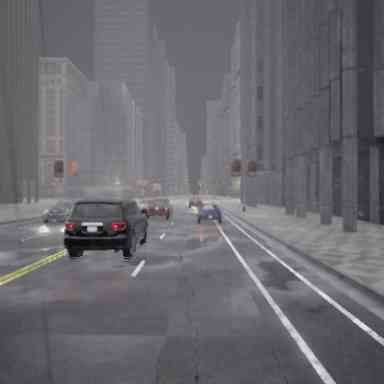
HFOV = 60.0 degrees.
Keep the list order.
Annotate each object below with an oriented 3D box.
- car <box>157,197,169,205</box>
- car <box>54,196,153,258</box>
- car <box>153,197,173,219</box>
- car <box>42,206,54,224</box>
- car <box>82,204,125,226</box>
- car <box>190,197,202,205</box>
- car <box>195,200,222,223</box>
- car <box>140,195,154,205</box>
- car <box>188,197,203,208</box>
[{"bbox_3d":[-5.708,1.742,66.141,1.994,1.385,4.181,0,0,1],"label":"car"},{"bbox_3d":[-3.093,1.258,13.039,2.150,2.045,5.566,0,0,0],"label":"car"},{"bbox_3d":[-2.892,1.435,29.964,2.097,1.767,4.553,0,0,1],"label":"car"},{"bbox_3d":[-9.654,1.422,25.665,2.097,1.767,4.553,0,0,1],"label":"car"},{"bbox_3d":[-6.420,1.631,24.514,1.994,1.385,4.181,0,0,1],"label":"car"},{"bbox_3d":[0.734,1.666,61.970,2.128,1.511,4.902,0,0,1],"label":"car"},{"bbox_3d":[1.331,1.599,25.839,1.812,1.442,4.674,0,0,1],"label":"car"},{"bbox_3d":[-8.952,1.541,66.157,2.097,1.767,4.553,0,0,1],"label":"car"},{"bbox_3d":[0.561,1.491,49.635,2.097,1.767,4.553,0,0,2],"label":"car"}]
